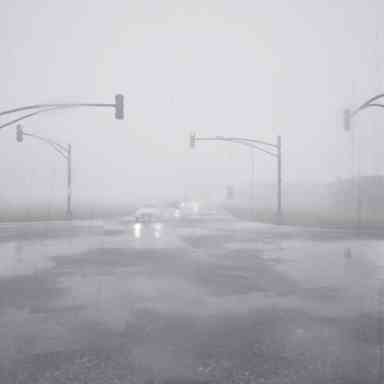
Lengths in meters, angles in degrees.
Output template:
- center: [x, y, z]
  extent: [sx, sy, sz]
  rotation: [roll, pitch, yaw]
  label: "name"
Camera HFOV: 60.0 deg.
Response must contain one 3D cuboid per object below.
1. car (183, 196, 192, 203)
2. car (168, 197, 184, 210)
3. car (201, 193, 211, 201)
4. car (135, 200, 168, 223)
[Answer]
- center: [-1.146, 1.473, 65.998]
  extent: [2.128, 1.511, 4.902]
  rotation: [0, 0, 4]
  label: "car"
- center: [-2.545, 1.597, 43.343]
  extent: [1.895, 1.301, 4.718]
  rotation: [0, 0, 3]
  label: "car"
- center: [3.411, 1.191, 79.138]
  extent: [2.150, 2.045, 5.566]
  rotation: [0, 0, 5]
  label: "car"
- center: [-3.194, 1.526, 26.032]
  extent: [1.812, 1.442, 4.674]
  rotation: [0, 0, 2]
  label: "car"
